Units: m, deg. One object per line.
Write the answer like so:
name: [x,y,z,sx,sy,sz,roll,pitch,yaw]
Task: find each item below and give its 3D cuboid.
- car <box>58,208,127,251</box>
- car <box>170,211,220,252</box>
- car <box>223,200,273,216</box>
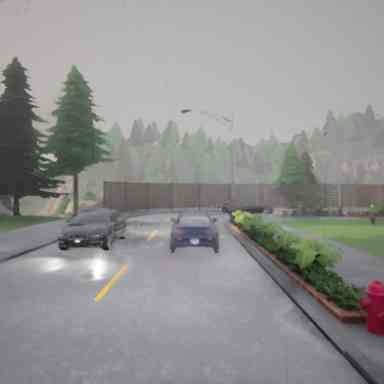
car: [-4.010,1.492,14.103,1.837,1.490,4.892,0,0,0]
car: [0.086,1.507,13.613,1.812,1.442,4.674,0,0,0]
car: [5.223,1.450,30.810,4.902,1.511,2.128,0,-1,-21]
